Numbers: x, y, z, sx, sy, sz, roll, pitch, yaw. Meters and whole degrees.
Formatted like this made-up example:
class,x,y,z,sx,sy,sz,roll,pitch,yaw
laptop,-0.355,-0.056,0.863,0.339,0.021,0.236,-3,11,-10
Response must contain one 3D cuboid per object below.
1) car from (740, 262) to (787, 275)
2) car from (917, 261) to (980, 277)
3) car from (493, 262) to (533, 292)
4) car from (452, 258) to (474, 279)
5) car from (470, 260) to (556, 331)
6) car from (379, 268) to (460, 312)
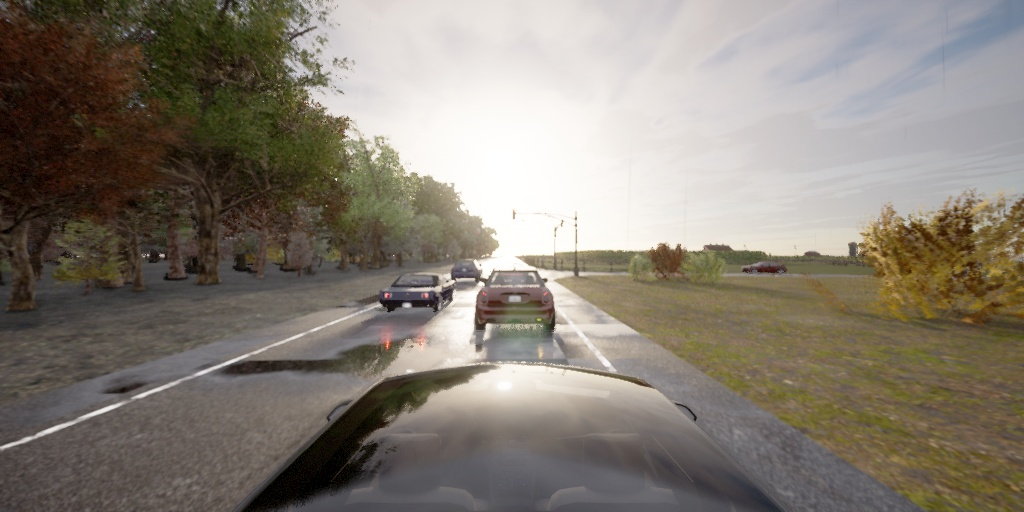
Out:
class,x,y,z,sx,sy,sz,roll,pitch,yaw
car,30.771,1.471,43.986,5.008,1.535,1.882,1,-1,0
car,49.538,1.640,40.359,4.902,1.511,2.128,1,-1,0
car,0.047,1.177,21.621,2.128,1.511,4.902,0,0,0
car,-3.469,1.017,28.107,2.097,1.767,4.553,0,0,0
car,0.072,1.073,11.042,2.097,1.767,4.553,0,0,0
car,-3.431,1.312,13.938,1.895,1.301,4.718,0,0,0
